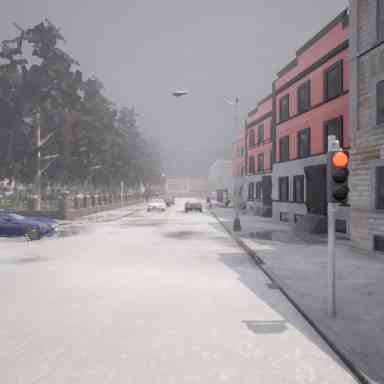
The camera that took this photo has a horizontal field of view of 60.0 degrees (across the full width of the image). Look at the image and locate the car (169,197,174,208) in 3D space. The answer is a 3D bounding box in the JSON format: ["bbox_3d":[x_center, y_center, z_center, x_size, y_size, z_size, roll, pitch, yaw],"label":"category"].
[{"bbox_3d":[-4.056,1.601,49.026,1.895,1.301,4.718,0,0,0],"label":"car"}]

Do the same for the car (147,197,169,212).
[{"bbox_3d":[-4.055,1.526,38.931,1.812,1.442,4.674,0,0,0],"label":"car"}]

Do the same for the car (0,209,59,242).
[{"bbox_3d":[-8.764,1.525,15.628,4.674,1.442,1.812,0,0,-5],"label":"car"}]

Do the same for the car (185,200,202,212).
[{"bbox_3d":[0.157,1.601,38.507,1.895,1.301,4.718,0,0,0],"label":"car"}]
